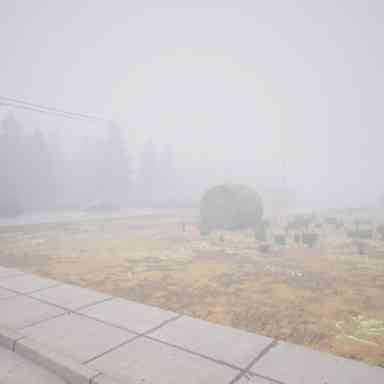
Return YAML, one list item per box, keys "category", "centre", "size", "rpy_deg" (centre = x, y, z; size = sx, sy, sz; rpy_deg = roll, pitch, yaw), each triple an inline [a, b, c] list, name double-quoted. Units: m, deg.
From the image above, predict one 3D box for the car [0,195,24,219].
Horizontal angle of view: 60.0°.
- category: "car"
  centre: [-16.973, 1.244, 27.631]
  size: [2.150, 2.045, 5.566]
  rpy_deg: [0, 0, 36]

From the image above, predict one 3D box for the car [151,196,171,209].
- category: "car"
  centre: [-3.565, 1.371, 45.780]
  size: [2.097, 1.767, 4.553]
  rpy_deg: [0, 0, 37]

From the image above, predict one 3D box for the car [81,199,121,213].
- category: "car"
  centre: [-10.038, 1.545, 37.018]
  size: [1.812, 1.442, 4.674]
  rpy_deg: [0, 0, 37]

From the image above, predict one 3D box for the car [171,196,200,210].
- category: "car"
  centre: [-0.273, 1.546, 44.043]
  size: [1.812, 1.442, 4.674]
  rpy_deg: [0, 0, 36]
